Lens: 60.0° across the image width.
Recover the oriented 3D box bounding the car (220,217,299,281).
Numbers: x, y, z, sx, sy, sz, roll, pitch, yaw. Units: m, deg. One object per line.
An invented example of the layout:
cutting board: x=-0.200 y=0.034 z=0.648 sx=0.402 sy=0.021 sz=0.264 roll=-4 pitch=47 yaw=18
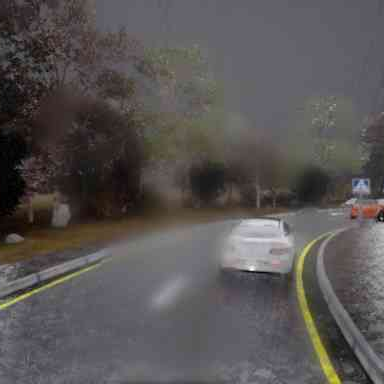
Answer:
car: x=2.074 y=1.458 z=9.745 sx=1.812 sy=1.442 sz=4.674 roll=0 pitch=1 yaw=18

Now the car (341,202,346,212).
car: x=17.059 y=1.291 z=34.241 sx=4.674 sy=1.442 sz=1.812 roll=0 pitch=1 yaw=-43

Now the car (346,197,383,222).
car: x=13.946 y=1.205 z=25.489 sx=4.553 sy=1.767 sz=2.097 roll=0 pitch=1 yaw=-44
